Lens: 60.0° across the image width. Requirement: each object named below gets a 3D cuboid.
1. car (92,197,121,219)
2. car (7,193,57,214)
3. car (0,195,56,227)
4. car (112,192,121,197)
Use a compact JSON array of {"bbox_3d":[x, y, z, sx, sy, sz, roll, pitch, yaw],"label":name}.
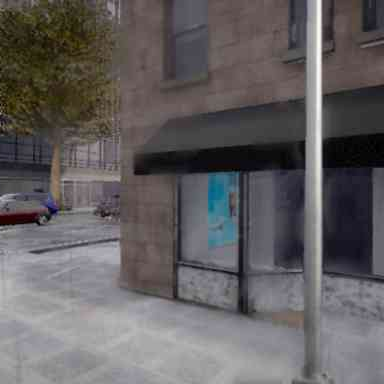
[{"bbox_3d":[-5.686,1.381,27.945,2.033,1.411,5.357,0,1,35],"label":"car"},{"bbox_3d":[-12.519,1.104,23.899,2.150,2.045,5.566,0,1,35],"label":"car"},{"bbox_3d":[-11.145,1.264,20.210,2.097,1.767,4.553,0,1,35],"label":"car"},{"bbox_3d":[-6.537,1.017,32.367,2.150,2.045,5.566,0,1,35],"label":"car"}]
